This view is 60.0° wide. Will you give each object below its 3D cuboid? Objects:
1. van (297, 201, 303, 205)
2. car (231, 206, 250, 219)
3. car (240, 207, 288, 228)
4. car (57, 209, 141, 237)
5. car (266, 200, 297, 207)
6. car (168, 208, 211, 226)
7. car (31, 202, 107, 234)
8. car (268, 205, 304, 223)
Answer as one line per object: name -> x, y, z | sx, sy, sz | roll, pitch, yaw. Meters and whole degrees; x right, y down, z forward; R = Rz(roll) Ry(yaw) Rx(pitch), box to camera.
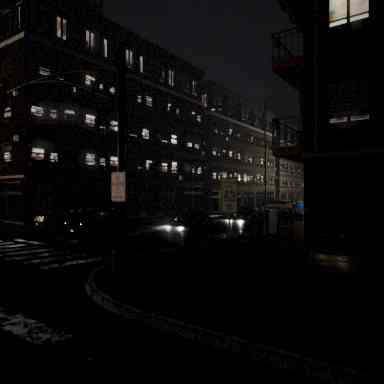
van -> 18.399, 2.464, 58.836 | 1.690, 1.788, 3.998 | -1, -2, 35
car -> 5.563, 2.196, 35.935 | 1.994, 1.385, 4.181 | 0, -1, 34
car -> 5.739, 2.048, 26.146 | 1.802, 1.307, 4.206 | -2, -2, 35
car -> -5.390, 1.884, 20.286 | 1.895, 1.301, 4.718 | 0, -1, 36
car -> 11.739, 2.050, 44.680 | 2.150, 2.045, 5.566 | 0, -1, 35
car -> -0.150, 2.013, 27.759 | 1.994, 1.385, 4.181 | 0, -1, 34
car -> -7.651, 1.604, 21.569 | 2.192, 1.841, 5.009 | -1, -2, 35
car -> 8.995, 2.121, 30.807 | 2.008, 1.369, 4.403 | -2, -2, 35
